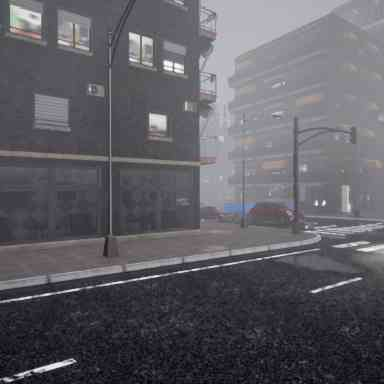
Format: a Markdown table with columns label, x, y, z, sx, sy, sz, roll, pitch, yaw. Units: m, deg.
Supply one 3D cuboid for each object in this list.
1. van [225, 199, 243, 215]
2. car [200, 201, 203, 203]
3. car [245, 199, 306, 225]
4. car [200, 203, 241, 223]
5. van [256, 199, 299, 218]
| label | x | y | z | sx | sy | sz | roll | pitch | yaw |
| --- | --- | --- | --- | --- | --- | --- | --- | --- | --- |
| van | 5.297 | 1.676 | 38.079 | 1.690 | 1.788 | 3.998 | -1 | 0 | -36 |
| car | 0.465 | 1.716 | 34.902 | 2.097 | 1.767 | 4.553 | 0 | -1 | -36 |
| car | 6.682 | 1.573 | 26.417 | 2.097 | 1.767 | 4.553 | 0 | -1 | -36 |
| car | 1.852 | 1.874 | 28.654 | 1.802 | 1.307 | 4.206 | -1 | 0 | -36 |
| van | 8.603 | 1.602 | 33.556 | 1.690 | 1.788 | 3.998 | -1 | 0 | -36 |
